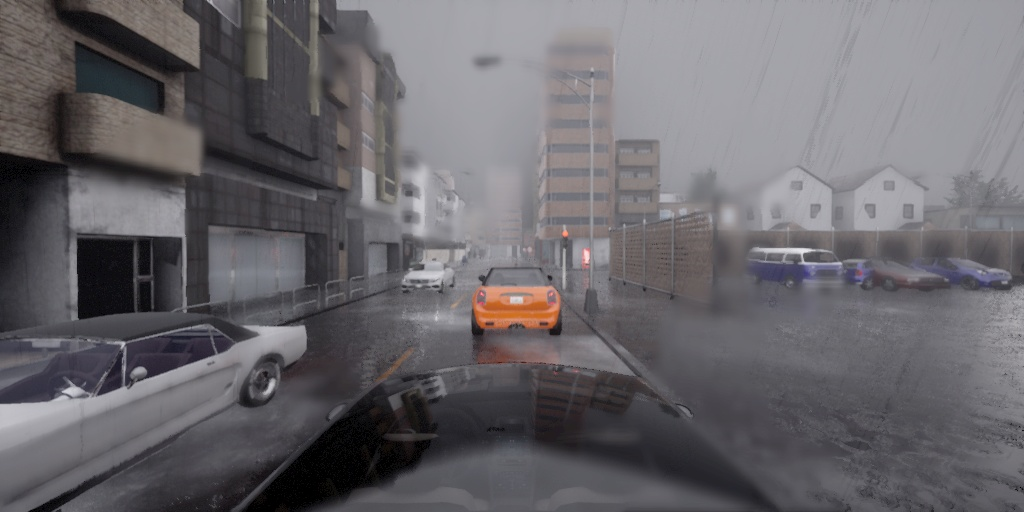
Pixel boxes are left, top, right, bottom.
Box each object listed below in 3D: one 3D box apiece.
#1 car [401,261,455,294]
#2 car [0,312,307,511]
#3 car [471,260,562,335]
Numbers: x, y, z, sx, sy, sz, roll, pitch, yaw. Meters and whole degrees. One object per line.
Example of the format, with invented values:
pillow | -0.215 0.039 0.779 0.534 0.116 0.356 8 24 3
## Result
car | -4.014 0.983 17.844 1.812 1.442 4.674 0 1 0
car | -4.095 1.322 3.300 1.895 1.301 4.718 0 1 0
car | 0.102 0.951 10.059 2.097 1.767 4.553 0 1 0
